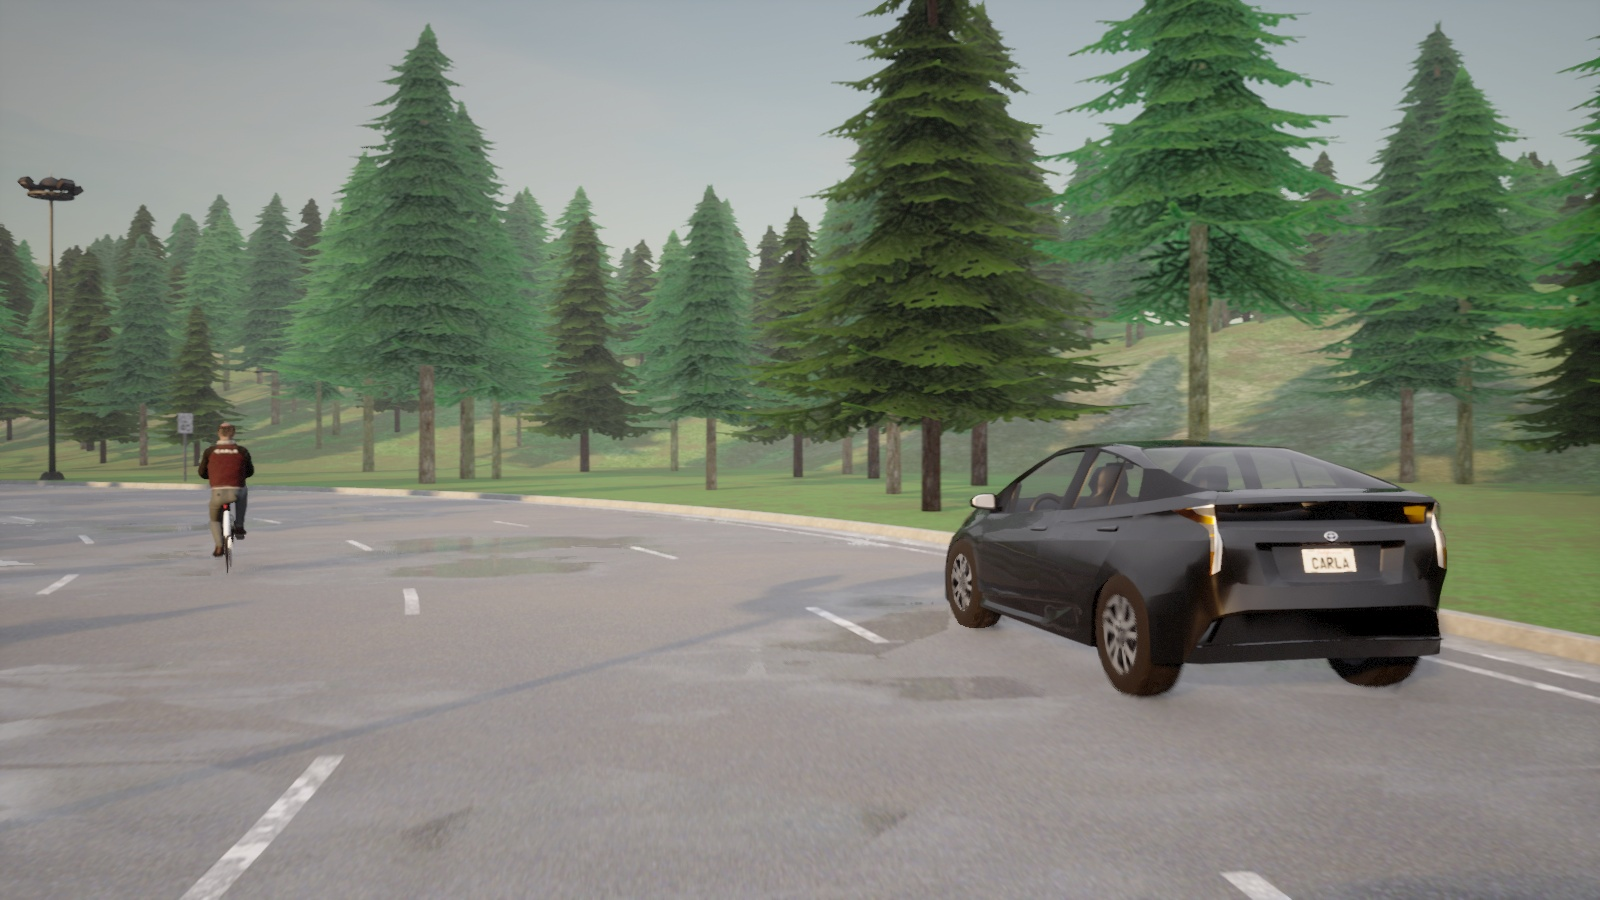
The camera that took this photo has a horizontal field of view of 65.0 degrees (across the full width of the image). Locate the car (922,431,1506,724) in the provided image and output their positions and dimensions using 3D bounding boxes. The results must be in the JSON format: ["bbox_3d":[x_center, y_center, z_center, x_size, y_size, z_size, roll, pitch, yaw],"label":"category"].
[{"bbox_3d":[2.478,0.655,8.945,2.007,1.525,4.514,0,0,-11],"label":"car"}]

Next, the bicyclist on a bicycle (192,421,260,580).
[{"bbox_3d":[-6.829,0.555,14.998,0.659,1.776,1.843,-1,1,-23],"label":"bicyclist on a bicycle"}]
